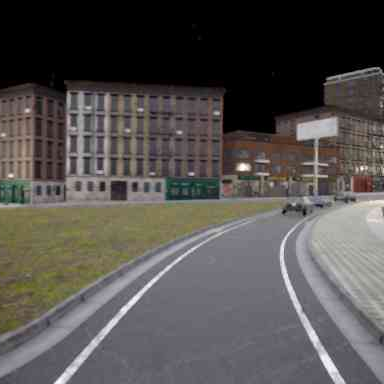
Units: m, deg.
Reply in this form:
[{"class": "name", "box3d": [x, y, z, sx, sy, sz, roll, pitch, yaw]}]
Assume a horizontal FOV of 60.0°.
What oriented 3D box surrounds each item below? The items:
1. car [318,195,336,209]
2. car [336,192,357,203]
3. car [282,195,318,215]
[{"class": "car", "box3d": [14.789, 1.107, 38.703, 1.994, 1.385, 4.181, 2, 2, 38]}, {"class": "car", "box3d": [21.711, 0.740, 46.936, 4.902, 1.511, 2.128, -2, 3, -45]}, {"class": "car", "box3d": [9.925, 1.095, 30.846, 2.097, 1.767, 4.553, 1, 2, 29]}]
